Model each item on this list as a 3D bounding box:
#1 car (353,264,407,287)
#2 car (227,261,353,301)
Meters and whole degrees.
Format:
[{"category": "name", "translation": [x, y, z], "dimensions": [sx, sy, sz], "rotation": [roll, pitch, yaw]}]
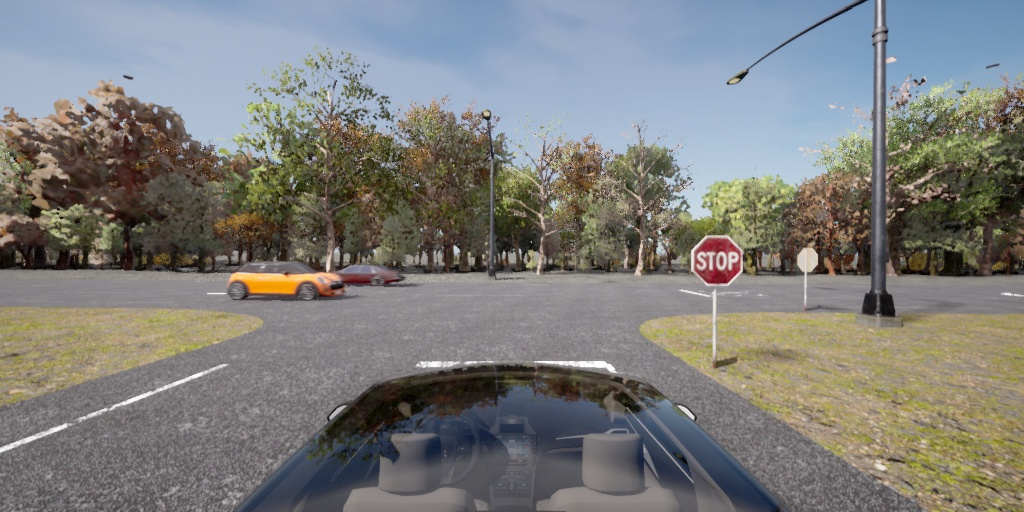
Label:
[{"category": "car", "translation": [-9.701, 1.237, 23.315], "dimensions": [5.357, 1.411, 2.033], "rotation": [0, 0, 1]}, {"category": "car", "translation": [-10.124, 1.044, 16.333], "dimensions": [4.553, 1.767, 2.097], "rotation": [1, 0, 1]}]
